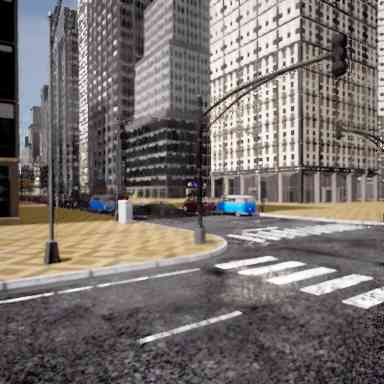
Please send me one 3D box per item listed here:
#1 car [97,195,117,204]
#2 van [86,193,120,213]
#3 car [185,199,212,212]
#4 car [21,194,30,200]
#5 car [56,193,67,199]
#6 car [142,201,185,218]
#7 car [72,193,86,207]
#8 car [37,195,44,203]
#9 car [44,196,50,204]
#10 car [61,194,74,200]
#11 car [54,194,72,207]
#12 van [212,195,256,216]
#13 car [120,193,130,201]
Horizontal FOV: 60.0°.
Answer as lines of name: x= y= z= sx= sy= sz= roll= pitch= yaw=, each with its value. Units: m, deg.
car: x=-14.750 y=1.260 z=57.684 sx=1.887 sy=1.381 sz=4.507 roll=0 pitch=0 yaw=-34
van: x=-9.273 y=1.224 z=34.636 sx=1.690 sy=1.788 sz=3.998 roll=0 pitch=0 yaw=-34
car: x=0.790 y=1.391 z=34.762 sx=1.887 sy=1.381 sz=4.507 roll=0 pitch=0 yaw=-34
car: x=-40.317 y=1.198 z=80.513 sx=1.802 sy=1.307 sz=4.206 roll=0 pitch=0 yaw=-34
car: x=-33.472 y=1.078 z=85.350 sx=1.752 sy=1.417 sz=4.829 roll=0 pitch=0 yaw=-34
car: x=-2.778 y=1.464 z=29.658 sx=1.994 sy=1.385 sz=4.181 roll=-1 pitch=1 yaw=-34
car: x=-15.599 y=1.269 z=48.693 sx=1.882 sy=1.535 sz=5.008 roll=-1 pitch=0 yaw=-34
car: x=-27.899 y=1.306 z=62.163 sx=1.802 sy=1.307 sz=4.206 roll=0 pitch=0 yaw=-34
car: x=-21.690 y=1.329 z=52.987 sx=2.008 sy=1.369 sz=4.403 roll=0 pitch=0 yaw=-34
car: x=-30.272 y=1.131 z=80.622 sx=2.008 sy=1.369 sz=4.403 roll=0 pitch=0 yaw=-34
car: x=-18.586 y=1.370 z=48.400 sx=1.947 sy=1.339 sz=4.313 roll=0 pitch=0 yaw=-34
van: x=3.968 y=1.213 z=30.225 sx=1.690 sy=1.788 sz=3.998 roll=0 pitch=0 yaw=-34
car: x=-11.646 y=1.057 z=53.095 sx=2.192 sy=1.841 sz=5.009 roll=0 pitch=0 yaw=-34
